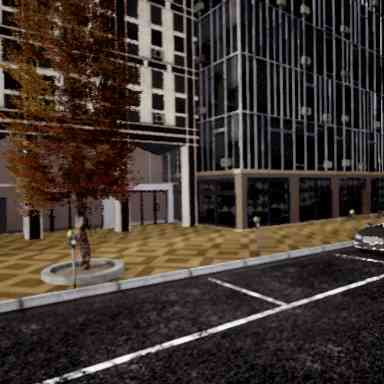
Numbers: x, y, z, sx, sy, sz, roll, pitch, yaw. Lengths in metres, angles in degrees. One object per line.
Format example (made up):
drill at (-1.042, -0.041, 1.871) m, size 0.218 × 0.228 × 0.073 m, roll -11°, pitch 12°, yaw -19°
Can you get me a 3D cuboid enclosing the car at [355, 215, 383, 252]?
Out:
car at (7.699, 1.456, 12.194) m, size 4.403 × 1.369 × 2.008 m, roll -1°, pitch -1°, yaw -35°
